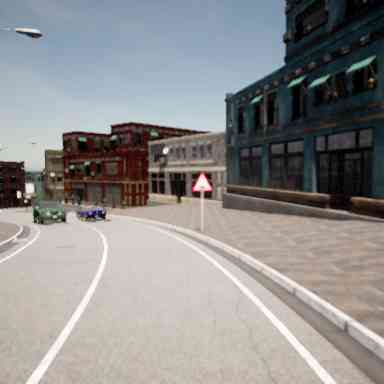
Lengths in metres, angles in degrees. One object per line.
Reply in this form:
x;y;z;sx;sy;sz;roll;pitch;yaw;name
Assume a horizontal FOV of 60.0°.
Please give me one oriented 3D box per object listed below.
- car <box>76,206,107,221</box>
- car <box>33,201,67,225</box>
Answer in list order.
-9.898;2.043;32.369;1.895;1.301;4.718;-3;-1;-32;car
-13.179;1.851;30.639;2.150;2.045;5.566;-2;0;-33;car
